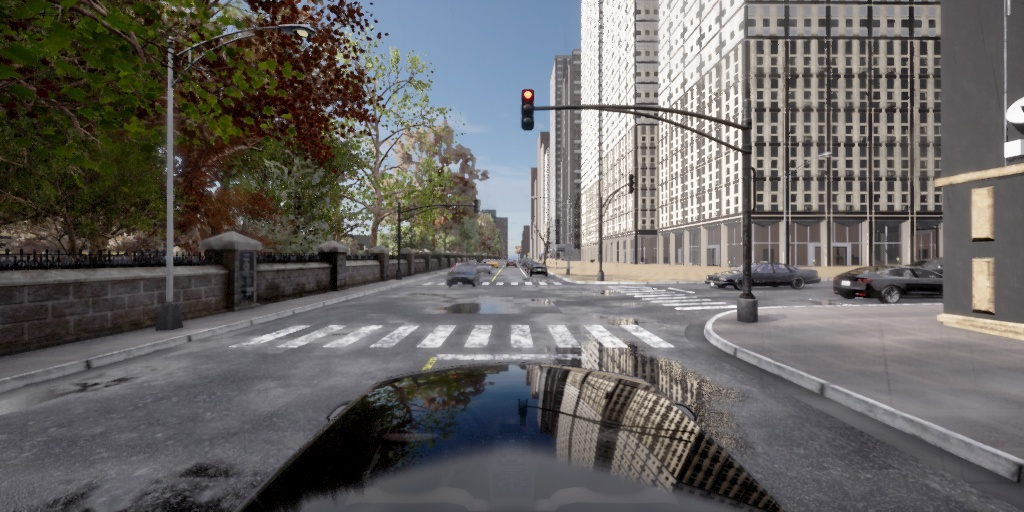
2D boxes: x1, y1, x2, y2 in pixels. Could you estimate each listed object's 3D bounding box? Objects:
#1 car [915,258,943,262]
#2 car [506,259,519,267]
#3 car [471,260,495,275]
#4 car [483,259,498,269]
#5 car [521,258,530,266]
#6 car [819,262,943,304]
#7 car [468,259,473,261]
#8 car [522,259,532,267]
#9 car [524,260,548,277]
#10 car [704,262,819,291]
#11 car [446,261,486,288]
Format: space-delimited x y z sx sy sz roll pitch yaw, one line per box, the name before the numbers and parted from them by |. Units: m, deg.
car | 23.118 0.845 19.373 4.892 1.490 1.837 -1 0 0
car | -0.110 1.320 65.313 1.812 1.442 4.674 0 0 0
car | -3.225 1.367 39.309 1.895 1.301 4.718 0 0 0
car | -3.267 1.263 58.418 1.882 1.535 5.008 0 0 0
car | 2.538 1.340 47.314 1.948 1.339 4.313 0 0 0
car | 14.647 1.026 13.507 4.313 1.339 1.948 0 0 0
car | -5.824 1.351 41.654 1.802 1.307 4.207 0 0 0
car | 2.556 1.335 41.682 1.948 1.339 4.313 0 0 0
car | 2.575 1.331 36.049 1.948 1.339 4.313 0 0 0
car | 13.389 1.054 19.277 5.357 1.411 2.033 -1 0 -1
car | -3.174 1.305 24.477 2.033 1.411 5.357 0 0 0
